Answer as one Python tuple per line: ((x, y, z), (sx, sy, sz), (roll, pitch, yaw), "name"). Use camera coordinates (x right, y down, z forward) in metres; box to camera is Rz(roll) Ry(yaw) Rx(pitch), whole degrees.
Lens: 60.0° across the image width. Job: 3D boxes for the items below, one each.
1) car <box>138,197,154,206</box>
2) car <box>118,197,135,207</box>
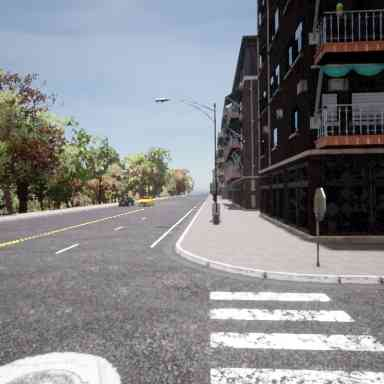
((-7.304, 1.481, 53.636), (1.882, 1.535, 5.008), (-1, 0, 3), "car")
((-10.547, 1.552, 53.831), (1.837, 1.490, 4.892), (-1, 0, 3), "car")
